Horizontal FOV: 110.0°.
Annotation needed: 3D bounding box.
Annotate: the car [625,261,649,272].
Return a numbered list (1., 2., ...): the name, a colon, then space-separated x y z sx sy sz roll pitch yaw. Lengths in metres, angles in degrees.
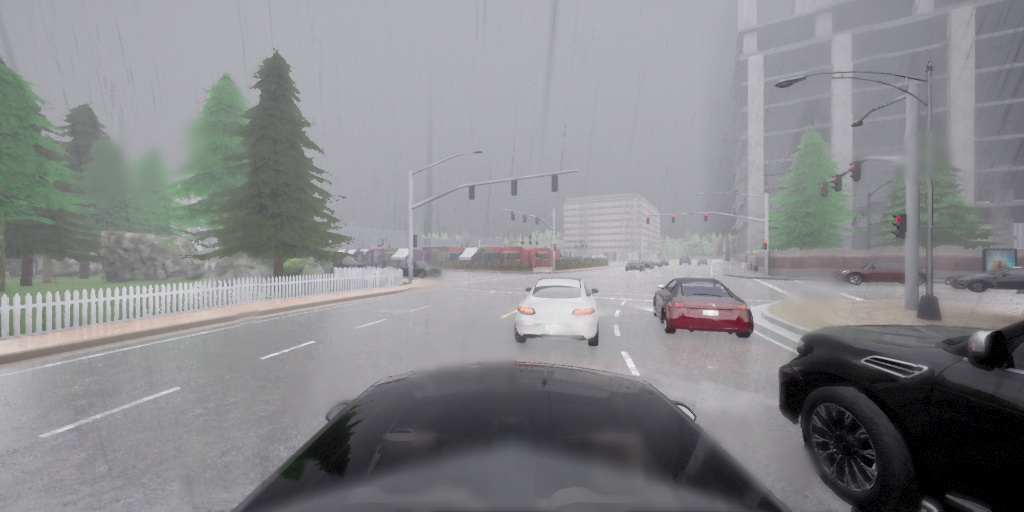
1. car: 16.436 1.314 47.656 1.994 1.385 4.181 0 0 29

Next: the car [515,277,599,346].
1. car: 1.267 1.276 9.387 1.812 1.442 4.674 0 0 11

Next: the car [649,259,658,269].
1. car: 20.756 1.351 55.397 1.895 1.301 4.718 0 0 29

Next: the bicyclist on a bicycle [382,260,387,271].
1. bicyclist on a bicycle: -15.776 1.258 44.233 0.582 1.620 1.656 0 0 -23

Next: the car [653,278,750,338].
1. car: 5.287 1.314 10.398 1.994 1.385 4.181 0 0 17

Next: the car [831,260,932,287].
1. car: 25.891 1.157 25.386 4.553 1.767 2.097 0 0 29

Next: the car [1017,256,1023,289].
1. car: 34.233 1.027 20.663 5.566 2.045 2.150 0 0 30

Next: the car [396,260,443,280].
1. car: -8.430 1.157 32.490 4.553 1.767 2.097 0 0 30

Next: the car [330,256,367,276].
1. car: -17.722 1.025 37.778 5.566 2.045 2.150 0 0 30

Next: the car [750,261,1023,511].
1. car: 3.736 0.971 1.168 2.150 2.045 5.566 0 0 0

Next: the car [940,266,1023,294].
1. car: 27.983 1.331 20.154 4.674 1.442 1.812 0 0 29
